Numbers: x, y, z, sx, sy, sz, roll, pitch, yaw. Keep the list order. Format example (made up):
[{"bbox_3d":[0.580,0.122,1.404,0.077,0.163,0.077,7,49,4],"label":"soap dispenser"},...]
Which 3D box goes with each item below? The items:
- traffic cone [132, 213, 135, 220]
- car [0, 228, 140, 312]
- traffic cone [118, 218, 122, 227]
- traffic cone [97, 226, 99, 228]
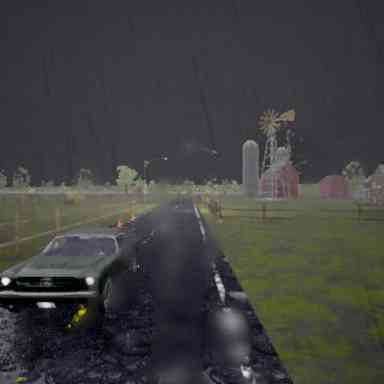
[{"bbox_3d":[-4.638,1.940,26.207,0.340,0.580,0.340,0,0,0],"label":"traffic cone"},{"bbox_3d":[-2.477,1.602,7.836,1.895,1.301,4.718,0,0,0],"label":"car"},{"bbox_3d":[-4.614,1.946,21.207,0.340,0.580,0.340,0,0,0],"label":"traffic cone"},{"bbox_3d":[-4.591,1.952,16.206,0.340,0.580,0.340,0,0,0],"label":"traffic cone"}]
